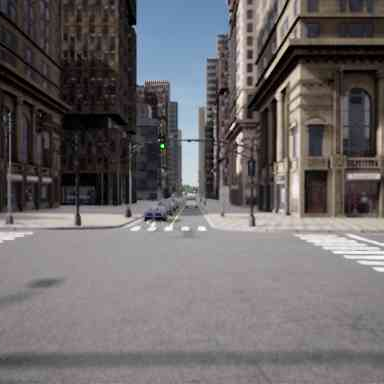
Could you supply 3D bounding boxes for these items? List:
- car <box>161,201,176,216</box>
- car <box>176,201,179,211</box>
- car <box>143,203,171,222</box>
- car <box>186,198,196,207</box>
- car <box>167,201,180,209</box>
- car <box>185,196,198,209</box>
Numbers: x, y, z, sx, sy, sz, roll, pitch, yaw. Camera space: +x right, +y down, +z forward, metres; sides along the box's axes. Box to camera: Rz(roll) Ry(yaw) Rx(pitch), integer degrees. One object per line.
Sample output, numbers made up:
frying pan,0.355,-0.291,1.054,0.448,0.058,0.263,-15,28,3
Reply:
car,-3.207,1.983,39.096,1.837,1.490,4.892,0,-1,0
car,-3.214,2.118,48.425,1.812,1.442,4.674,0,-1,0
car,-3.182,1.965,29.766,1.895,1.301,4.718,0,-1,-1
car,-0.146,2.226,71.006,2.097,1.767,4.553,0,-1,0
car,-3.195,2.271,59.102,2.033,1.411,5.357,0,-1,0
car,-0.045,1.963,60.581,2.150,2.045,5.566,0,-1,0
